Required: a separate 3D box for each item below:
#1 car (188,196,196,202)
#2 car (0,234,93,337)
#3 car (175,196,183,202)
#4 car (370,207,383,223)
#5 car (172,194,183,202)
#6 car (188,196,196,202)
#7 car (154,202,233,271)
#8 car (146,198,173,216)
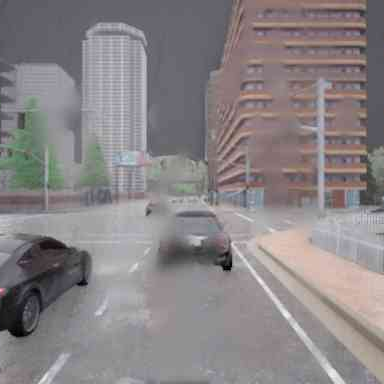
[{"bbox_3d":[0.015,1.786,88.572,2.128,1.511,4.902,0,0,0],"label":"car"},{"bbox_3d":[-3.424,1.547,6.553,1.812,1.442,4.674,0,0,0],"label":"car"},{"bbox_3d":[-3.485,1.761,88.573,1.837,1.490,4.892,0,0,0],"label":"car"},{"bbox_3d":[14.822,1.583,23.602,4.181,1.385,1.994,0,0,-15],"label":"car"},{"bbox_3d":[-3.487,1.467,78.751,2.150,2.045,5.566,0,0,0],"label":"car"},{"bbox_3d":[0.014,1.770,79.573,1.812,1.442,4.674,0,0,0],"label":"car"},{"bbox_3d":[0.115,1.390,11.163,2.097,1.767,4.553,0,0,1],"label":"car"},{"bbox_3d":[-3.401,1.572,33.116,2.128,1.511,4.902,0,0,0],"label":"car"}]
